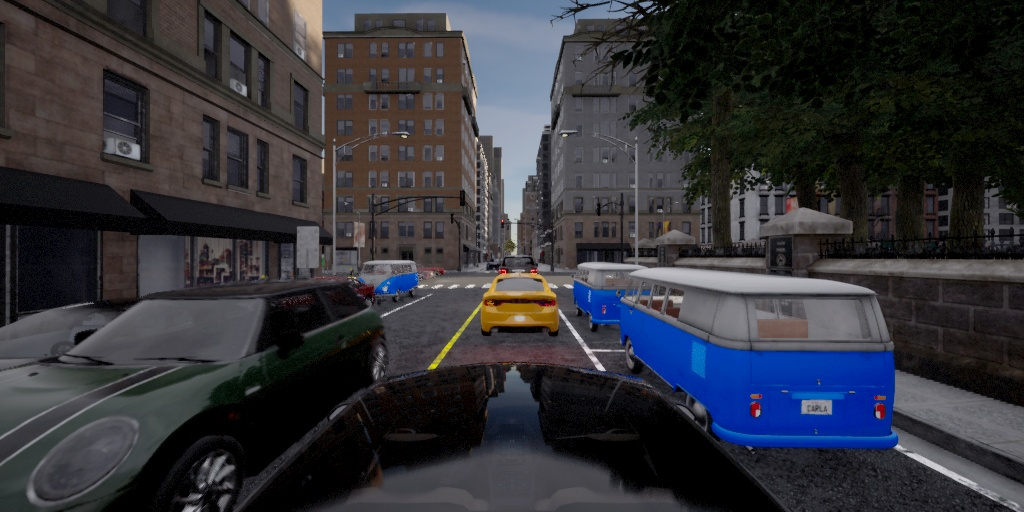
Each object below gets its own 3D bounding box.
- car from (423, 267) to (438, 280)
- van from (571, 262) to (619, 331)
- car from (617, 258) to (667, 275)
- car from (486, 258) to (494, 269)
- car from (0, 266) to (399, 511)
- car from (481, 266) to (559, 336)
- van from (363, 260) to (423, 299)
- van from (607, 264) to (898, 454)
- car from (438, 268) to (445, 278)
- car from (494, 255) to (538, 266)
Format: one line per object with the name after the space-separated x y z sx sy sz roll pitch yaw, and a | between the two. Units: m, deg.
-8.636 1.253 28.560 4.674 1.442 1.812 0 0 0 | car
2.827 1.089 10.658 1.690 1.789 3.998 0 0 1 | van
13.851 1.093 38.367 4.553 1.767 2.097 0 0 0 | car
-2.311 1.085 49.610 2.097 1.767 4.553 0 0 2 | car
-3.068 1.102 3.853 2.097 1.767 4.553 0 0 1 | car
0.224 1.226 10.405 1.882 1.535 5.008 0 0 1 | car
-5.584 1.087 16.477 1.690 1.789 3.998 0 0 1 | van
2.714 1.090 5.001 1.690 1.789 3.998 0 0 1 | van
-8.474 1.342 32.722 4.718 1.301 1.895 0 0 -14 | car
0.328 0.965 20.361 2.150 2.045 5.566 0 0 0 | car
